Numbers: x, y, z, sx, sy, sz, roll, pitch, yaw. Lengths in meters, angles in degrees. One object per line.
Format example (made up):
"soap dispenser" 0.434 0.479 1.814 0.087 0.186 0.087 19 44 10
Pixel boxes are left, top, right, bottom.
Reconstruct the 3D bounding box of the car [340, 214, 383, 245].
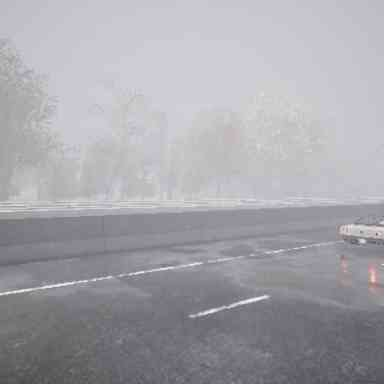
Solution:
"car" 8.408 1.602 14.157 4.718 1.301 1.895 0 0 -35
